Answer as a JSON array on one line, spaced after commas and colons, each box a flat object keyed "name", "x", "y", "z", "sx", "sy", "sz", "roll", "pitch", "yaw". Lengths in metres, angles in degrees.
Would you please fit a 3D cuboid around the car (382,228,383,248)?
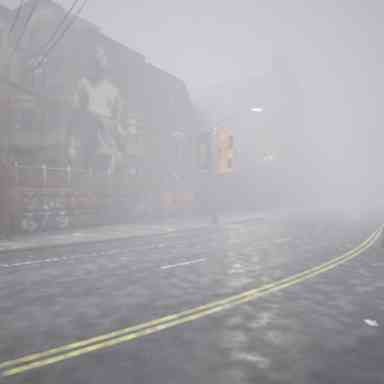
[{"name": "car", "x": 9.526, "y": 1.589, "z": 14.417, "sx": 1.837, "sy": 1.490, "sz": 4.892, "roll": 0, "pitch": 0, "yaw": 36}]
